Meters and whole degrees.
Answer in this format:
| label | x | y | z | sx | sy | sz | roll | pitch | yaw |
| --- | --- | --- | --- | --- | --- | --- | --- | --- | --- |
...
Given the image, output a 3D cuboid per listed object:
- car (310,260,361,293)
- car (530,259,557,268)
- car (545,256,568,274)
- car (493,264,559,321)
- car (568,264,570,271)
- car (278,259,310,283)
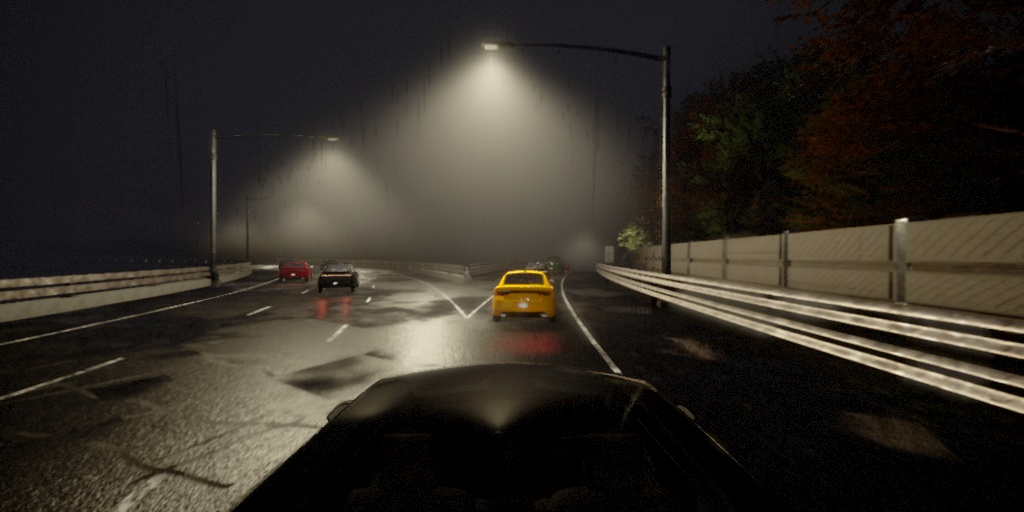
| label | x | y | z | sx | sy | sz | roll | pitch | yaw |
| --- | --- | --- | --- | --- | --- | --- | --- | --- | --- |
| car | -10.008 | 1.215 | 20.909 | 2.128 | 1.511 | 4.902 | 0 | 0 | -20 |
| car | 1.945 | 1.237 | 26.181 | 2.128 | 1.511 | 4.902 | 0 | 0 | 8 |
| car | 5.046 | 0.982 | 42.494 | 2.150 | 2.045 | 5.566 | 0 | 0 | 12 |
| car | 0.469 | 1.225 | 12.449 | 1.882 | 1.535 | 5.008 | 0 | 0 | 3 |
| car | 7.856 | 1.594 | 54.824 | 1.895 | 1.301 | 4.718 | 0 | -2 | 12 |
| car | -16.806 | 1.186 | 28.042 | 1.882 | 1.535 | 5.008 | 0 | 0 | -25 |
